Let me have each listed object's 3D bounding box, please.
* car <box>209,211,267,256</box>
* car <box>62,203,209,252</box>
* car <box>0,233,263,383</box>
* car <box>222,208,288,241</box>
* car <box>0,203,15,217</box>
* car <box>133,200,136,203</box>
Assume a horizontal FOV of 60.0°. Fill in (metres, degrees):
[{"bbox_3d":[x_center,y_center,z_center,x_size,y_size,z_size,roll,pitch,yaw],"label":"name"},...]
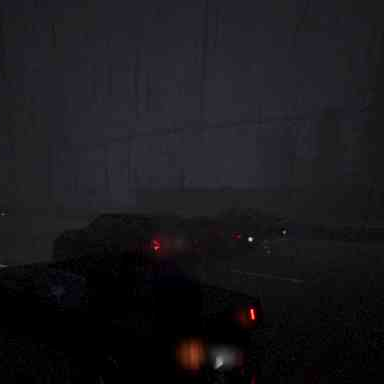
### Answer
[{"bbox_3d":[0.335,1.566,12.351,4.181,1.385,1.994,0,0,35],"label":"car"},{"bbox_3d":[-2.051,1.353,9.753,4.553,1.767,2.097,0,0,35],"label":"car"},{"bbox_3d":[-1.478,1.601,5.047,4.718,1.301,1.895,0,0,35],"label":"car"},{"bbox_3d":[1.947,1.494,15.500,4.902,1.511,2.128,0,0,35],"label":"car"},{"bbox_3d":[-17.821,1.602,29.596,4.718,1.301,1.895,0,0,35],"label":"car"},{"bbox_3d":[-7.166,1.510,53.942,4.892,1.490,1.837,0,0,-29],"label":"car"}]
